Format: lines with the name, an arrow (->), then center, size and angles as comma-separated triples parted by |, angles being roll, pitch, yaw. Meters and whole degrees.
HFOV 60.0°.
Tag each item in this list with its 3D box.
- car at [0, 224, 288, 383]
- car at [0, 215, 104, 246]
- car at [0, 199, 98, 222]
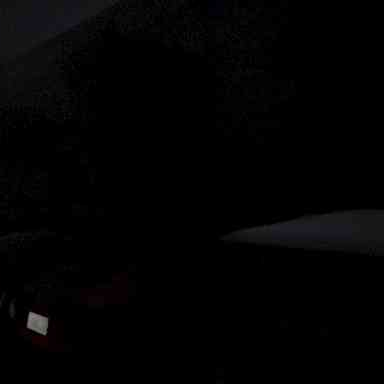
car -> -0.341, 1.487, 5.561 | 2.163, 1.488, 4.792 | 0, 0, 35
car -> -2.664, 1.463, 7.182 | 2.097, 1.535, 5.008 | -1, 0, 35
car -> -4.908, 1.234, 8.748 | 2.435, 2.045, 5.566 | -1, 0, 36
